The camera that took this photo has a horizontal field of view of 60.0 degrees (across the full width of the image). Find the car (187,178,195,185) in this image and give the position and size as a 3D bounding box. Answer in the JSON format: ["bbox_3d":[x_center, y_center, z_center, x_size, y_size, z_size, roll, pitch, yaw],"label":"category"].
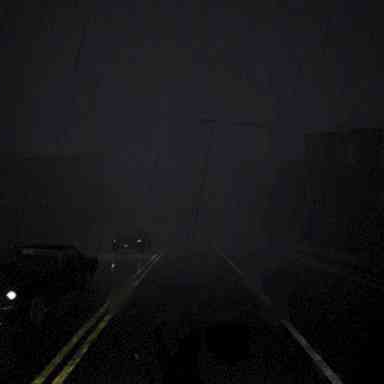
[{"bbox_3d":[-0.330,-2.802,86.919,1.994,1.385,4.181,0,8,0],"label":"car"}]

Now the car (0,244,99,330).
[{"bbox_3d":[-3.622,1.897,7.456,1.895,1.301,4.718,0,-4,0],"label":"car"}]

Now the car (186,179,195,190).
[{"bbox_3d":[-0.291,-1.580,77.011,2.097,1.767,4.553,0,8,0],"label":"car"}]

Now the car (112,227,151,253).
[{"bbox_3d":[-3.656,2.905,20.812,1.812,1.442,4.674,0,-5,0],"label":"car"}]
